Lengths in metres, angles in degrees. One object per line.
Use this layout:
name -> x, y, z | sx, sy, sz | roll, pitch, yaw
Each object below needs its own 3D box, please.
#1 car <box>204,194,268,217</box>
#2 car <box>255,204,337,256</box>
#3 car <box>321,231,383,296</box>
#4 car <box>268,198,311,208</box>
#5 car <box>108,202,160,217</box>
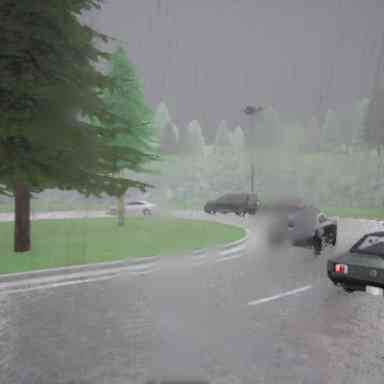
car -> 3.713, 1.170, 30.574 | 5.566, 2.045, 2.150 | 0, -1, 41
car -> 4.476, 1.471, 13.146 | 2.128, 1.511, 4.902 | 1, 1, 32
car -> 5.088, 1.588, 7.839 | 4.718, 1.301, 1.895 | 0, 0, -43
car -> 8.684, 1.302, 30.076 | 2.097, 1.767, 4.553 | 0, 0, -35
car -> -5.233, 1.472, 30.016 | 4.674, 1.442, 1.812 | 0, -1, 3
